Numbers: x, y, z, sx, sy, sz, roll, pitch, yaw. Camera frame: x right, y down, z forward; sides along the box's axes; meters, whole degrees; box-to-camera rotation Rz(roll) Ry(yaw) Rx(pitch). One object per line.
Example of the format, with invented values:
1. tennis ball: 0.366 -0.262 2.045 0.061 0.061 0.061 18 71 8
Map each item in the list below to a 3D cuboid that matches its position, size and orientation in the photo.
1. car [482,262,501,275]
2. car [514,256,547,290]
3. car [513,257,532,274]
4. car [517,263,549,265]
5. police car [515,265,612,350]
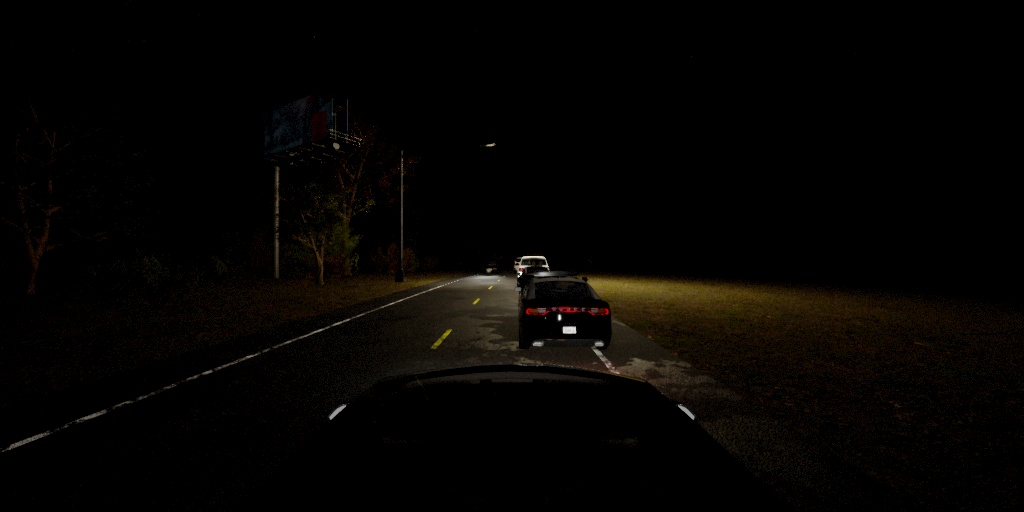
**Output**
1. car: -2.362 1.431 41.538 2.128 1.511 4.902 0 0 3
2. car: 1.460 1.044 25.140 2.150 2.045 5.566 0 0 2
3. car: 1.423 1.203 46.485 2.150 2.045 5.566 0 0 4
4. car: 1.288 1.296 19.131 1.837 1.490 4.892 0 0 1
5. police car: 1.104 1.184 9.275 1.930 1.638 5.238 0 0 1
